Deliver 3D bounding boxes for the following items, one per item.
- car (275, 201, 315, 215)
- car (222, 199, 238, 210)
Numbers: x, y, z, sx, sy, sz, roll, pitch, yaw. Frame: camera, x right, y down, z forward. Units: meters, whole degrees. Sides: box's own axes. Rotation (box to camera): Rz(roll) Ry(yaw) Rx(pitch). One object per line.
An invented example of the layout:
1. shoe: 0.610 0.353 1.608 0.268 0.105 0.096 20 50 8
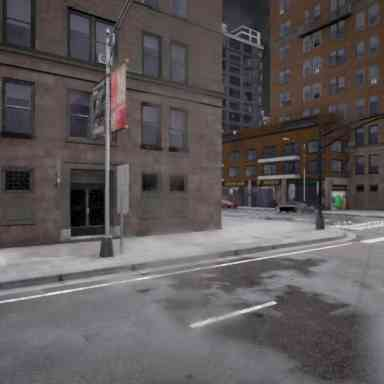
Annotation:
1. car: 10.548 1.577 34.281 1.947 1.339 4.313 0 0 -35
2. car: 4.190 1.590 43.285 1.802 1.307 4.206 0 0 -35
